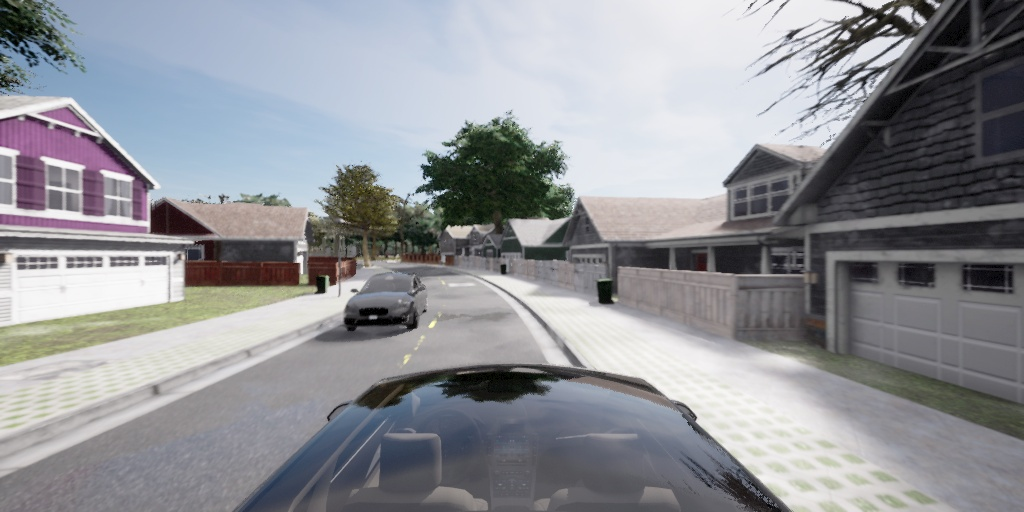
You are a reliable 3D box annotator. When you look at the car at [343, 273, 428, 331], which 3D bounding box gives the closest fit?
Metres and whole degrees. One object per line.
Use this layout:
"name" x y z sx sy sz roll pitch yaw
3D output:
"car" -3.783 1.313 11.407 1.837 1.490 4.892 -1 0 -7
